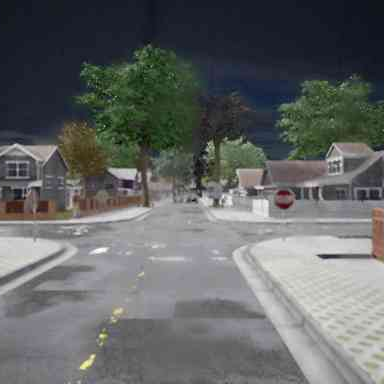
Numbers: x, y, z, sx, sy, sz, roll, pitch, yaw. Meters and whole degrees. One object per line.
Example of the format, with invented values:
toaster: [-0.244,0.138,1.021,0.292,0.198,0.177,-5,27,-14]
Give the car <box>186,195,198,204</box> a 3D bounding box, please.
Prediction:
car: [0.010,1.269,63.123,2.097,1.767,4.553,0,0,0]

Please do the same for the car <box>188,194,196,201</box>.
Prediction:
car: [0.011,1.281,73.156,1.812,1.442,4.674,0,0,0]

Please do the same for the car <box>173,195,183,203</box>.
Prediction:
car: [-2.739,1.443,66.908,2.128,1.511,4.902,0,0,0]
